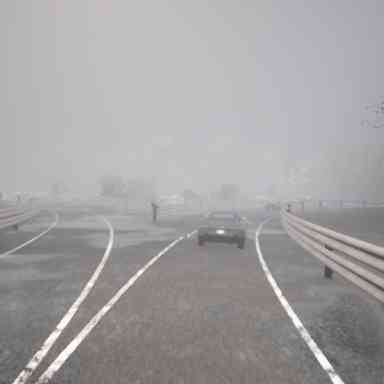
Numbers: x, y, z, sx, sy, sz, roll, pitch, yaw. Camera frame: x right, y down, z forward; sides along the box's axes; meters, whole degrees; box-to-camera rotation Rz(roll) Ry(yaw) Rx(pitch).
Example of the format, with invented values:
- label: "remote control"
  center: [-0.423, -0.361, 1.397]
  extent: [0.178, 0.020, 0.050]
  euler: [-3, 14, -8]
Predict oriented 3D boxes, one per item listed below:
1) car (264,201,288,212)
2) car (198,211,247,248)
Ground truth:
- label: "car"
  center: [11.117, 1.827, 43.486]
  extent: [1.895, 1.301, 4.718]
  euler: [0, 0, 32]
- label: "car"
  center: [1.483, 1.564, 15.113]
  extent: [1.994, 1.385, 4.181]
  euler: [2, 0, 10]
